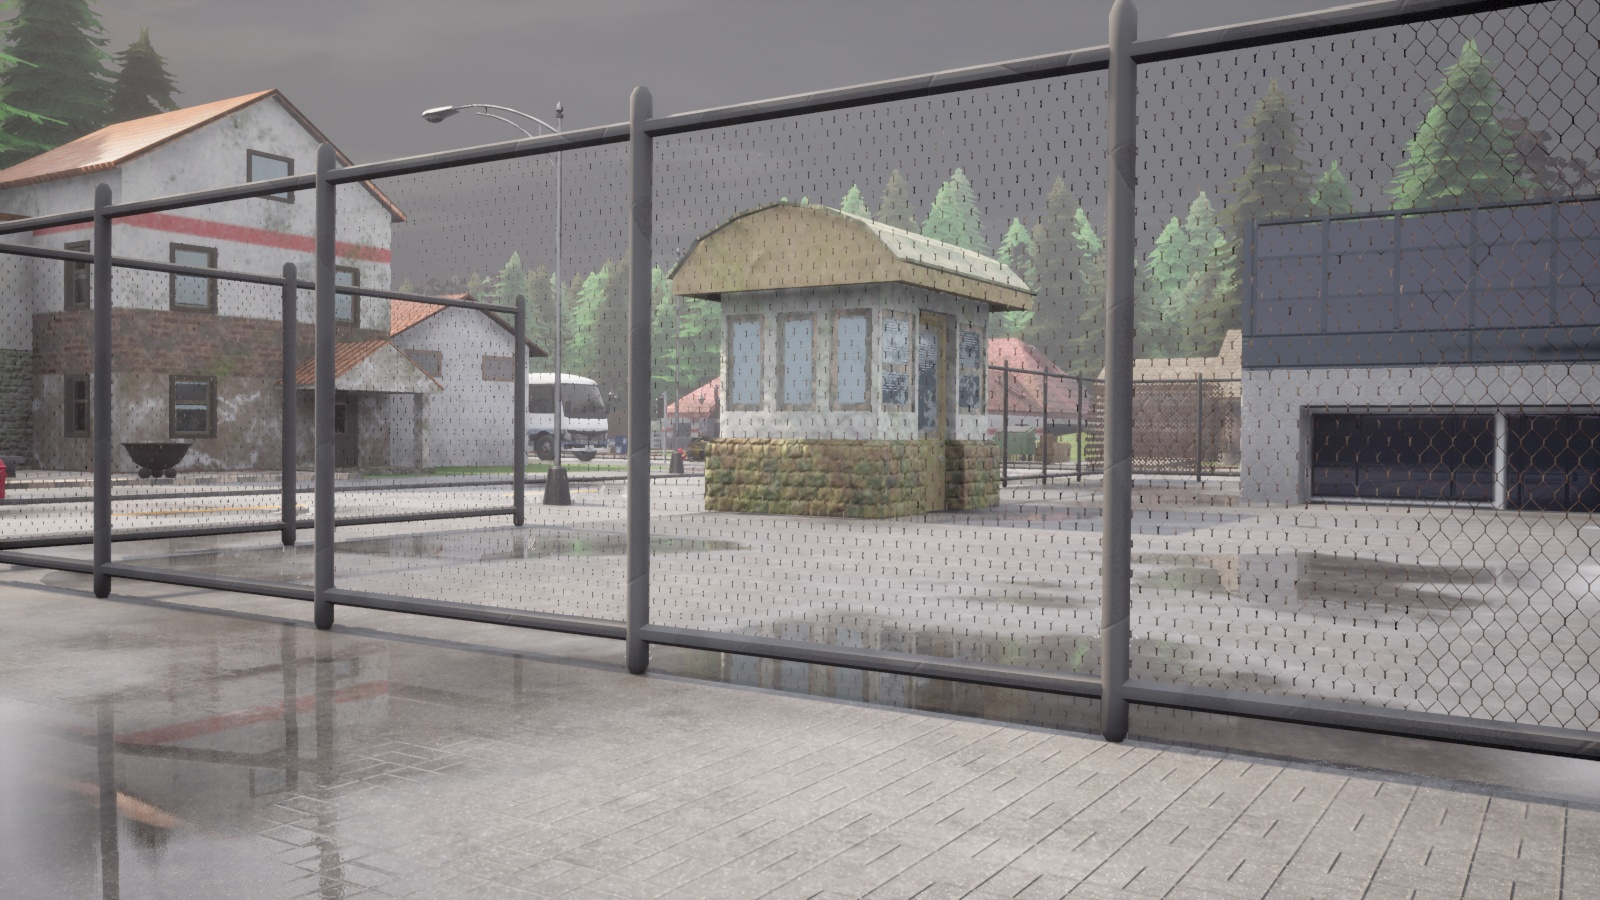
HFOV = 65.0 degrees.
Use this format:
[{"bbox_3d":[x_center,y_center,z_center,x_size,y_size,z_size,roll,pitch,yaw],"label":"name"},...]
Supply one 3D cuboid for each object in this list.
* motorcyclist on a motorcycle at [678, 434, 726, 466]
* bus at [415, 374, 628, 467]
[{"bbox_3d":[-4.732,-0.020,60.761,2.191,1.530,0.866,0,1,32],"label":"motorcyclist on a motorcycle"},{"bbox_3d":[-13.741,-1.362,61.640,10.273,4.253,3.944,0,1,31],"label":"bus"}]
